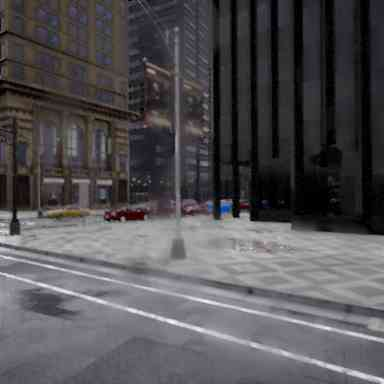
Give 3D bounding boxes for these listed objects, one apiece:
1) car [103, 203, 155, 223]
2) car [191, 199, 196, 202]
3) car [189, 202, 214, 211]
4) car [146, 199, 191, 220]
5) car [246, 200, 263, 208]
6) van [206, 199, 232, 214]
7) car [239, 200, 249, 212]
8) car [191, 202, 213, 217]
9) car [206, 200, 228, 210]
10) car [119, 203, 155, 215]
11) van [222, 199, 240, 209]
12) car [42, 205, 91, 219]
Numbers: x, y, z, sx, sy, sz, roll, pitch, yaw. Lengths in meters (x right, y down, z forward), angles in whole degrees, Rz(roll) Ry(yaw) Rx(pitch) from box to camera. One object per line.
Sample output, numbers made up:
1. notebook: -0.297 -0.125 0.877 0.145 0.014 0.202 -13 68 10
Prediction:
1. car: -5.652 1.927 29.034 1.887 1.381 4.507 -2 -2 36
2. car: -1.221 2.028 49.906 2.192 1.841 5.009 -1 -2 36
3. car: 1.622 2.322 53.876 1.887 1.381 4.507 -1 -2 36
4. car: -2.692 1.766 33.175 2.192 1.841 5.009 -2 -2 36
5. car: 13.089 2.478 69.922 1.967 1.590 4.097 -1 -2 36
6. van: 3.235 1.929 41.445 1.690 1.788 3.998 -2 -2 36
7. car: 6.197 1.971 45.580 2.192 1.841 5.009 -2 -2 36
8. car: 0.274 2.102 37.304 1.802 1.307 4.206 -2 -2 36
9. car: 4.462 2.283 57.852 1.967 1.590 4.097 -1 -2 36
10. car: -6.901 2.132 41.951 2.008 1.369 4.403 -1 -2 36
11. van: 7.302 2.248 61.829 1.690 1.788 3.998 -1 -2 36
12. car: -12.683 1.972 33.863 1.752 1.417 4.829 -1 -2 36
